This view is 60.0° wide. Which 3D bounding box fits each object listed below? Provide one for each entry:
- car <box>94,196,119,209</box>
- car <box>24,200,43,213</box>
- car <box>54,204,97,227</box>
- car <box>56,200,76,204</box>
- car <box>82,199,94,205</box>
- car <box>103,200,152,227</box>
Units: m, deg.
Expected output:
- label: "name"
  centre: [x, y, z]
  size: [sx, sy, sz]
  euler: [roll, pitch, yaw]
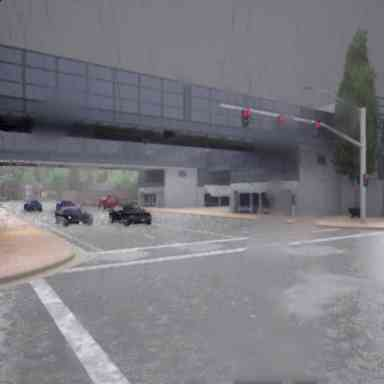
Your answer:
- label: "car"
  centre: [-12.657, 1.566, 50.543]
  size: [2.150, 2.045, 5.566]
  euler: [0, 0, -30]
- label: "car"
  centre: [-20.872, 1.830, 43.703]
  size: [1.882, 1.535, 5.008]
  euler: [0, -1, -32]
- label: "car"
  centre: [-8.683, 1.783, 24.370]
  size: [1.895, 1.301, 4.718]
  euler: [0, 0, -32]
- label: "car"
  centre: [-16.179, 1.800, 42.796]
  size: [1.882, 1.535, 5.008]
  euler: [0, 0, -32]
- label: "car"
  centre: [-18.341, 1.988, 59.440]
  size: [1.994, 1.385, 4.181]
  euler: [0, 0, -32]
- label: "car"
  centre: [-4.614, 1.638, 24.485]
  size: [1.882, 1.535, 5.008]
  euler: [0, 0, -32]
